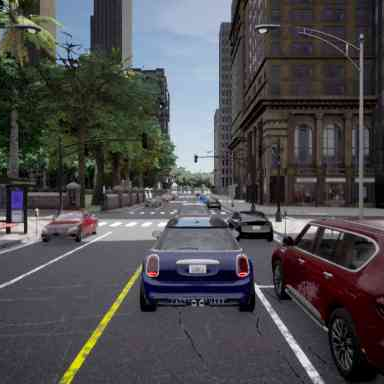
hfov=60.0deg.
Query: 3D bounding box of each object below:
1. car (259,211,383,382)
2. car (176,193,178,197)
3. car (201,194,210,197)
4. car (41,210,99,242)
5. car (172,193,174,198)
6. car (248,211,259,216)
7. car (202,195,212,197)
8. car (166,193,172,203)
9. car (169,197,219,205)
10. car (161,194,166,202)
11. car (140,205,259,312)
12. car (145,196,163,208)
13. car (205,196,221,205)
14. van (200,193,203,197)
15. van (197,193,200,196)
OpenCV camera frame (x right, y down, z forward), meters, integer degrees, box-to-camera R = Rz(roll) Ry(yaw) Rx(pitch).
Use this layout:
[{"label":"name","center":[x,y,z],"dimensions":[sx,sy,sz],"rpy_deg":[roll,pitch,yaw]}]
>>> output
[{"label":"car","center":[2.754,1.314,5.382],"dimensions":[2.192,1.841,5.009],"rpy_deg":[0,0,0]},{"label":"car","center":[-5.833,1.239,91.466],"dimensions":[2.192,1.841,5.009],"rpy_deg":[0,0,0]},{"label":"car","center":[2.720,1.499,53.680],"dimensions":[1.752,1.417,4.829],"rpy_deg":[0,0,0]},{"label":"car","center":[-5.778,1.578,16.245],"dimensions":[1.802,1.307,4.206],"rpy_deg":[0,0,0]},{"label":"car","center":[-5.822,1.264,75.205],"dimensions":[2.192,1.841,5.009],"rpy_deg":[0,0,0]},{"label":"car","center":[2.747,1.562,16.233],"dimensions":[1.947,1.339,4.313],"rpy_deg":[0,0,0]},{"label":"car","center":[2.724,1.544,48.090],"dimensions":[1.947,1.339,4.313],"rpy_deg":[0,0,0]},{"label":"car","center":[-5.817,1.396,69.785],"dimensions":[1.967,1.590,4.097],"rpy_deg":[0,0,0]},{"label":"car","center":[0.088,1.348,17.414],"dimensions":[2.097,1.767,4.553],"rpy_deg":[0,0,0]},{"label":"car","center":[-5.806,1.413,53.524],"dimensions":[1.967,1.590,4.097],"rpy_deg":[0,0,0]},{"label":"car","center":[0.097,1.351,7.880],"dimensions":[2.097,1.767,4.553],"rpy_deg":[0,0,0]},{"label":"car","center":[-5.801,1.528,48.104],"dimensions":[2.008,1.369,4.403],"rpy_deg":[0,0,0]},{"label":"car","center":[2.728,1.548,42.670],"dimensions":[1.947,1.339,4.313],"rpy_deg":[0,0,0]},{"label":"van","center":[2.716,1.309,58.931],"dimensions":[1.690,1.788,3.998],"rpy_deg":[0,0,0]},{"label":"van","center":[2.700,1.282,80.612],"dimensions":[1.690,1.788,3.998],"rpy_deg":[0,0,0]}]
